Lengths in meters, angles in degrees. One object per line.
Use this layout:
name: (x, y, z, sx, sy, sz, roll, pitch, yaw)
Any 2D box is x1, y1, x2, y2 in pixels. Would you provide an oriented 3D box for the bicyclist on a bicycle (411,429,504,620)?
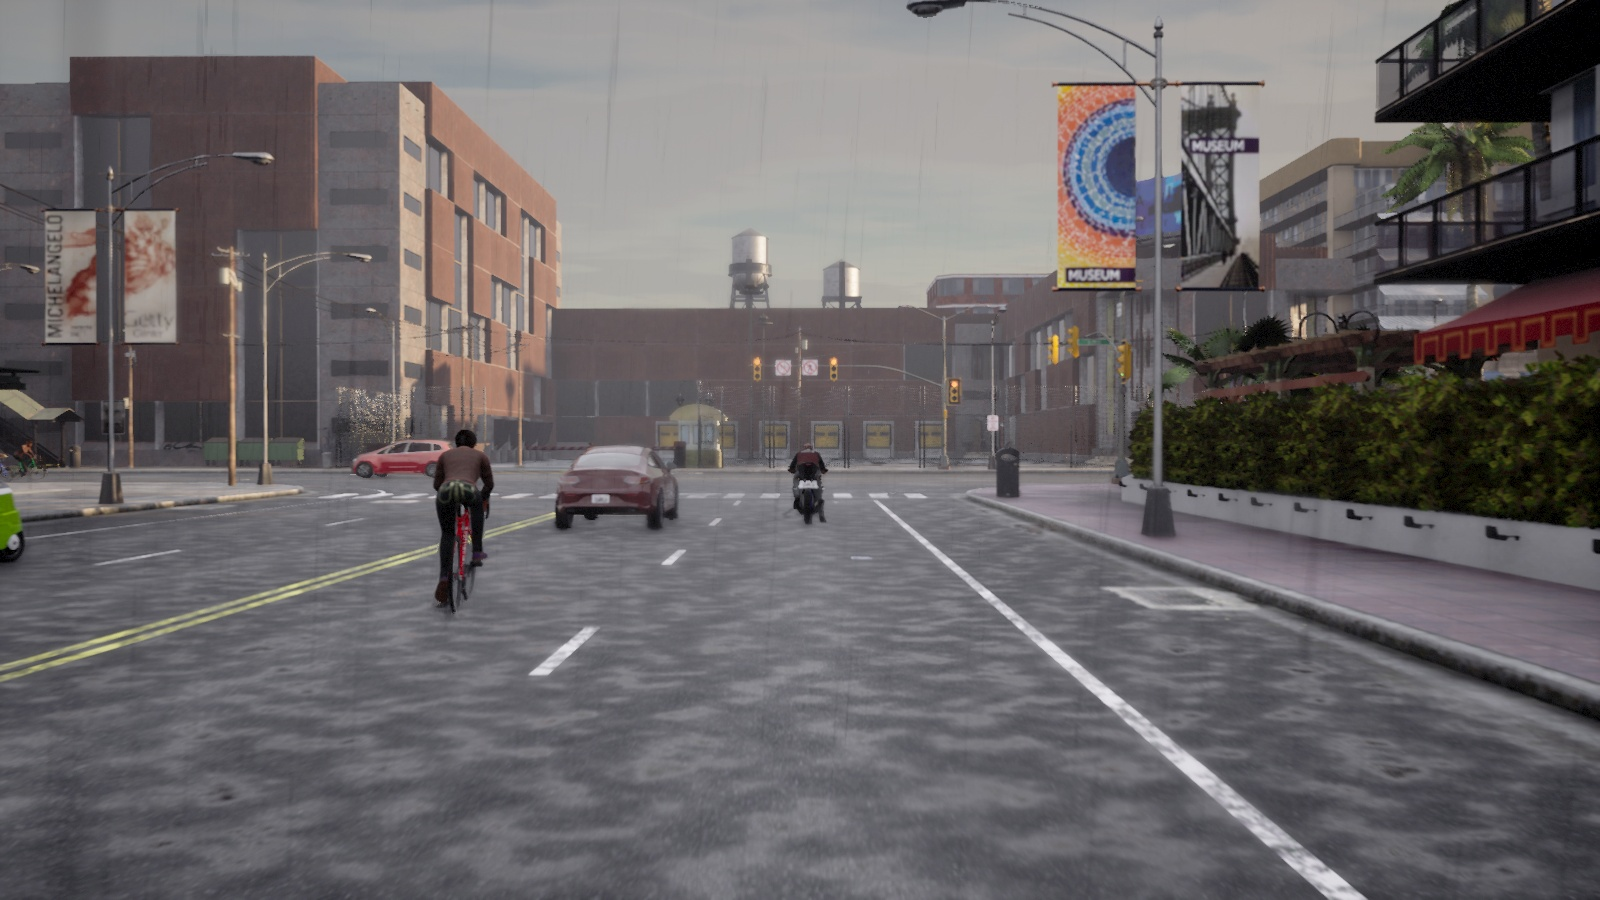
bicyclist on a bicycle: (-3.105, 0.632, 11.494, 0.582, 1.620, 1.656, 1, 0, -8)

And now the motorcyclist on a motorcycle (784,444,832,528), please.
motorcyclist on a motorcycle: (0.153, 0.647, 23.843, 0.866, 1.530, 2.191, 0, 0, 0)

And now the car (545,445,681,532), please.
car: (-3.337, 0.638, 23.252, 1.812, 1.442, 4.674, 0, 0, 0)

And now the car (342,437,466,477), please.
car: (-16.967, 0.273, 53.932, 4.611, 1.667, 2.242, 0, 0, 1)

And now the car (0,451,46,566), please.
car: (-10.357, 0.710, 14.885, 1.481, 1.376, 2.207, 0, 0, 1)

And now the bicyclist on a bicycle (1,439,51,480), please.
bicyclist on a bicycle: (-31.223, 0.389, 50.664, 1.656, 1.620, 0.582, 1, 0, 1)
